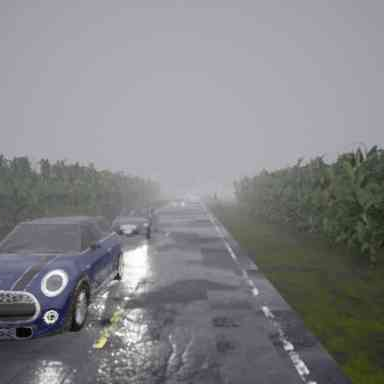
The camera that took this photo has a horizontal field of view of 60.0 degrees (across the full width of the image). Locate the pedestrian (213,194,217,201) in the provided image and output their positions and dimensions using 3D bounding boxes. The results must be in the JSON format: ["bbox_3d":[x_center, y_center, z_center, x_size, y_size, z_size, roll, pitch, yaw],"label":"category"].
[{"bbox_3d":[3.092,1.162,44.003,0.375,1.860,0.375,1,0,-3],"label":"pedestrian"}]

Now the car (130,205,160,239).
[{"bbox_3d":[-2.744,1.436,16.881,2.128,1.511,4.902,0,0,0],"label":"car"}]

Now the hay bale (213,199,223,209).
[{"bbox_3d":[3.378,1.515,42.897,1.220,1.180,1.240,-1,0,0],"label":"hay bale"}]

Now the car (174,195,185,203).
[{"bbox_3d":[-2.385,1.278,63.846,1.812,1.442,4.674,0,0,1],"label":"car"}]

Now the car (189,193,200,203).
[{"bbox_3d":[0.405,1.115,65.557,2.097,1.767,4.553,0,0,0],"label":"car"}]

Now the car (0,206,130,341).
[{"bbox_3d":[-2.812,1.326,6.790,2.097,1.767,4.553,0,0,0],"label":"car"}]

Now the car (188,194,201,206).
[{"bbox_3d":[0.318,1.340,52.108,1.812,1.442,4.674,0,0,0],"label":"car"}]
